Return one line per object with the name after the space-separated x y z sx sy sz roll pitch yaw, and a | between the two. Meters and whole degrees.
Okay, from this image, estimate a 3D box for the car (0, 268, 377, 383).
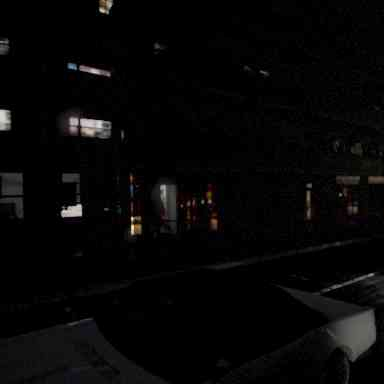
-0.154 1.599 3.281 4.718 1.301 1.895 0 0 -38 | car
